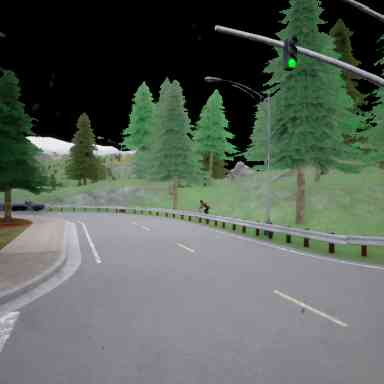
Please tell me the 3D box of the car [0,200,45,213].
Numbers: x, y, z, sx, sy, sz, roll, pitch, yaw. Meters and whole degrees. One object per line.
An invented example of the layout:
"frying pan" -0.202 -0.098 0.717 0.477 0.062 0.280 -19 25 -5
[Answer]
"car" -18.402 1.560 35.370 4.718 1.301 1.895 0 0 -8

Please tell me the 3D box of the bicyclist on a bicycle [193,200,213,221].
"bicyclist on a bicycle" 0.876 1.432 25.515 1.656 1.620 0.582 -1 2 -20
